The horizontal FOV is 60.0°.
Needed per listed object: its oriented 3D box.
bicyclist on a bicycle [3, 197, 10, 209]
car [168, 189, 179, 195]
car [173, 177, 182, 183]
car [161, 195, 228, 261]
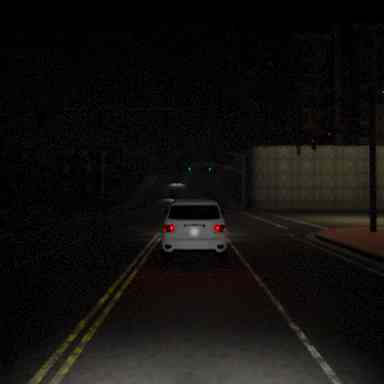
[{"bbox_3d":[-25.260,1.496,45.311,0.582,1.620,1.656,0,0,0],"label":"bicyclist on a bicycle"},{"bbox_3d":[-3.514,0.252,63.291,2.033,1.411,5.357,0,9,0],"label":"car"},{"bbox_3d":[-3.497,-2.954,79.367,1.994,1.385,4.181,0,12,0],"label":"car"},{"bbox_3d":[0.084,1.277,12.704,2.150,2.045,5.566,0,0,0],"label":"car"}]
